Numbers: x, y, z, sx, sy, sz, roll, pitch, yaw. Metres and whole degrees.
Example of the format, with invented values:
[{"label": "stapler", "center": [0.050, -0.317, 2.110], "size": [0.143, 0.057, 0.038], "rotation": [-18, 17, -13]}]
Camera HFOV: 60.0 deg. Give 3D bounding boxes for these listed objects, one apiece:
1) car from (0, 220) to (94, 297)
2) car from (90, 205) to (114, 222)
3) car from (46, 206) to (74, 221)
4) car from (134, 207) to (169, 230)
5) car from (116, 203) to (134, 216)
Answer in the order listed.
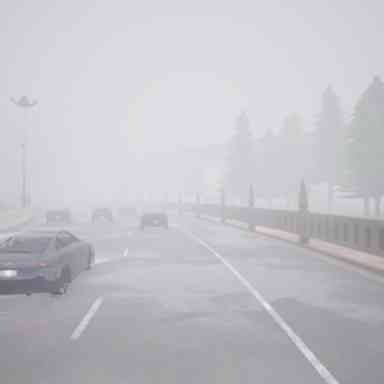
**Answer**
[{"label": "car", "center": [-3.993, 1.702, 8.967], "size": [1.994, 1.385, 4.181], "rotation": [0, -1, -4]}, {"label": "car", "center": [-8.396, 1.948, 30.999], "size": [1.837, 1.490, 4.892], "rotation": [0, -1, -17]}, {"label": "car", "center": [-11.374, 1.910, 28.839], "size": [1.882, 1.535, 5.008], "rotation": [0, -1, -16]}, {"label": "car", "center": [-2.873, 1.800, 23.834], "size": [1.882, 1.535, 5.008], "rotation": [0, -1, -12]}, {"label": "car", "center": [-7.973, 2.083, 40.129], "size": [1.812, 1.442, 4.674], "rotation": [0, -1, -21]}]
